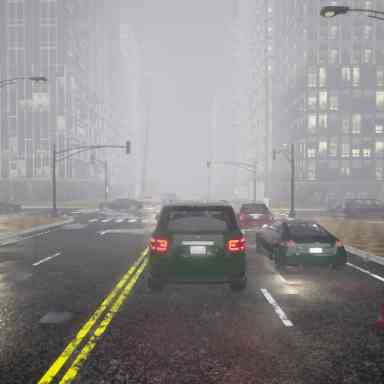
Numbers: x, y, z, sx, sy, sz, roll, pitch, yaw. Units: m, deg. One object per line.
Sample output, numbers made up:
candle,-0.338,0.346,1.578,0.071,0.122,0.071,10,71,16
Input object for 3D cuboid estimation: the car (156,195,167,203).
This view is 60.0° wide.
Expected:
car,-6.343,1.417,69.161,1.882,1.535,5.008,0,0,0

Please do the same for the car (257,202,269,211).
car,3.394,1.341,19.683,2.097,1.767,4.553,0,0,0

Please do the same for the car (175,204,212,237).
car,0.139,1.515,18.824,1.812,1.442,4.674,0,0,2

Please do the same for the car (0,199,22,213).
car,-19.565,1.404,33.615,4.181,1.385,1.994,1,1,1

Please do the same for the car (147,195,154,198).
car,-6.510,1.316,49.917,2.097,1.767,4.553,0,0,1

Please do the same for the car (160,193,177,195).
car,-3.246,1.183,51.699,2.150,2.045,5.566,0,0,-1

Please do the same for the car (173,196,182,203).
car,-3.088,1.532,71.563,1.895,1.301,4.718,0,0,0

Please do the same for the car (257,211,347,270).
car,3.375,1.558,11.069,1.994,1.385,4.181,0,0,0

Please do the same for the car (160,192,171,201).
car,-6.319,1.150,79.731,2.150,2.045,5.566,0,0,0

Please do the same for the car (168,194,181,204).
car,-3.174,1.302,61.510,2.097,1.767,4.553,0,0,0

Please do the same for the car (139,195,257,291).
car,0.122,1.217,9.142,2.150,2.045,5.566,0,0,0

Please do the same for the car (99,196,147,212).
car,-7.760,1.399,36.564,4.892,1.490,1.837,1,1,1

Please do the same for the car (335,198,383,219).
car,16.270,1.518,30.355,5.009,1.841,2.192,1,0,1

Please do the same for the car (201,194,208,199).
car,3.459,1.216,91.591,1.882,1.535,5.008,0,0,0

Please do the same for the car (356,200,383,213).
car,21.897,1.641,38.628,4.829,1.417,1.752,1,0,1

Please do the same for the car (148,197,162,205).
car,-6.438,1.554,58.907,1.895,1.301,4.718,0,0,0

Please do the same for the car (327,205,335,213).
car,16.940,1.678,36.125,4.181,1.385,1.994,0,1,1

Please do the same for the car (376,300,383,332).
car,3.355,1.600,2.244,1.895,1.301,4.718,0,0,0
